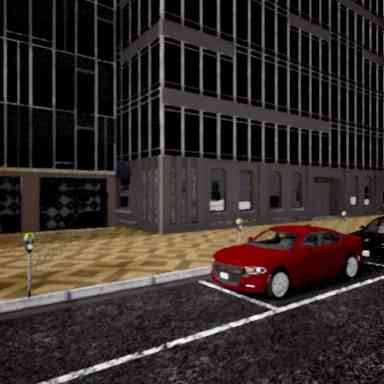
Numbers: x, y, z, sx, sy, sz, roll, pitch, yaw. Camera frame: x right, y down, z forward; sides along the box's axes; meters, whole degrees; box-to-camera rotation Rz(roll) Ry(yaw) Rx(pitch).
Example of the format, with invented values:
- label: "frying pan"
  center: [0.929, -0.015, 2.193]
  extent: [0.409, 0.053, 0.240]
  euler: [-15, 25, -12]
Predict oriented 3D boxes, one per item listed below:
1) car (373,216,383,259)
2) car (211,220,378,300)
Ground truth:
- label: "car"
  center: [7.153, 1.520, 11.666]
  extent: [4.313, 1.339, 1.947]
  euler: [0, 0, -36]
- label: "car"
  center: [2.520, 1.520, 8.358]
  extent: [4.507, 1.381, 1.887]
  euler: [0, 0, -36]
